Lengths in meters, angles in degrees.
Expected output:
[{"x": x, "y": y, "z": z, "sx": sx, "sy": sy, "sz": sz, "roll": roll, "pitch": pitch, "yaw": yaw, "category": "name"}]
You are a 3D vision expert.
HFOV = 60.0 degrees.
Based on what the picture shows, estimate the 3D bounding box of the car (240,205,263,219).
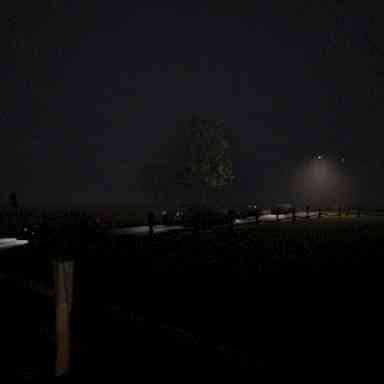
[{"x": 5.551, "y": 2.048, "z": 34.826, "sx": 2.033, "sy": 1.411, "sz": 5.357, "roll": 0, "pitch": -1, "yaw": 38, "category": "car"}]

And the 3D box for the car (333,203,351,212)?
[{"x": 24.387, "y": 2.449, "z": 54.164, "sx": 1.994, "sy": 1.385, "sz": 4.181, "roll": 0, "pitch": -1, "yaw": 38, "category": "car"}]

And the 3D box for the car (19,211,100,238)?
[{"x": -7.226, "y": 1.758, "z": 18.462, "sx": 1.994, "sy": 1.385, "sz": 4.181, "roll": 0, "pitch": -1, "yaw": 38, "category": "car"}]

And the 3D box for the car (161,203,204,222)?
[{"x": -0.447, "y": 1.710, "z": 27.145, "sx": 2.097, "sy": 1.767, "sz": 4.553, "roll": 0, "pitch": -1, "yaw": 38, "category": "car"}]

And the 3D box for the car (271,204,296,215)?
[{"x": 11.710, "y": 2.207, "z": 42.663, "sx": 1.994, "sy": 1.385, "sz": 4.181, "roll": 0, "pitch": -1, "yaw": 38, "category": "car"}]

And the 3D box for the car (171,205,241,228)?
[{"x": 1.160, "y": 1.894, "z": 24.482, "sx": 2.033, "sy": 1.411, "sz": 5.357, "roll": 0, "pitch": -1, "yaw": 38, "category": "car"}]
